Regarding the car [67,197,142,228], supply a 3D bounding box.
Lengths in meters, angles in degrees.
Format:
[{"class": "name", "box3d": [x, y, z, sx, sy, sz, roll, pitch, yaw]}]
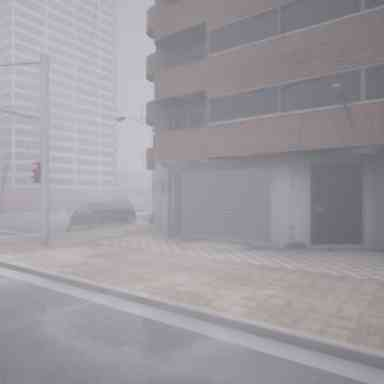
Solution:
[{"class": "car", "box3d": [-6.053, 1.425, 23.281, 2.097, 1.767, 4.553, 0, 0, 35]}]

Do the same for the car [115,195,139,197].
[{"class": "car", "box3d": [-7.915, 1.455, 33.070, 2.097, 1.767, 4.553, 0, 0, 36]}]

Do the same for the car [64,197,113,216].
[{"class": "car", "box3d": [-10.820, 1.466, 35.025, 2.097, 1.767, 4.553, 0, 0, 36]}]
